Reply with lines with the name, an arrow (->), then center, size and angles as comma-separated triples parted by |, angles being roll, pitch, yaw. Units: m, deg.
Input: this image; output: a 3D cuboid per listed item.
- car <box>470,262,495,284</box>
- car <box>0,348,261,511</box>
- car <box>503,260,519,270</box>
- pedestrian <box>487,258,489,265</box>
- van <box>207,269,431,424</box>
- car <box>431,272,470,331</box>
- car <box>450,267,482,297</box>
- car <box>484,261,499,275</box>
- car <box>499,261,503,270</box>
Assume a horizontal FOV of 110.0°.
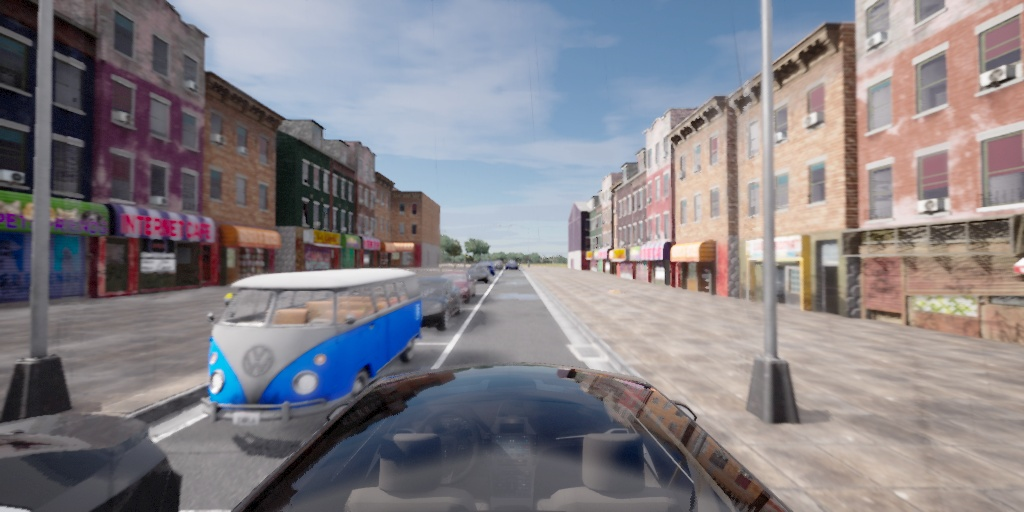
car -> -2.633, 1.365, 27.820 | 1.948, 1.339, 4.313 | 0, 0, 0
car -> -2.638, 1.291, 0.108 | 2.007, 1.370, 4.403 | 0, 0, 0
car -> 0.025, 1.501, 55.398 | 1.994, 1.385, 4.181 | 0, -1, 0
pedestrian -> -2.744, 1.139, 41.185 | 0.375, 1.860, 0.375 | -1, -1, 0
van -> -2.637, 1.109, 5.655 | 1.690, 1.789, 3.998 | 0, 0, 0
car -> -2.636, 1.348, 11.202 | 1.948, 1.339, 4.313 | 0, 0, 0
car -> -2.635, 1.368, 16.744 | 1.802, 1.307, 4.207 | 0, 0, 0
car -> -2.744, 1.310, 38.169 | 1.882, 1.535, 5.008 | 0, 0, 0
car -> -2.629, 1.481, 55.514 | 2.007, 1.370, 4.403 | 0, 0, 0
